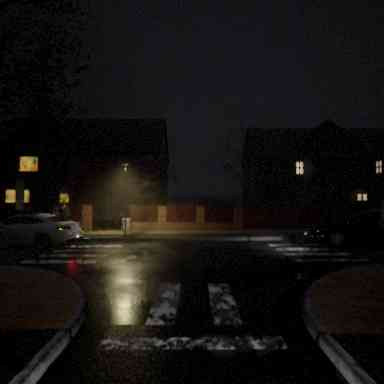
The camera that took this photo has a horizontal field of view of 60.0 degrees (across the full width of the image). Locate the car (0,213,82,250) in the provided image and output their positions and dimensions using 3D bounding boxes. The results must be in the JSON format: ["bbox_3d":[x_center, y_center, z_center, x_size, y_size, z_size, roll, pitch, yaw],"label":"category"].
[{"bbox_3d":[-7.149,1.660,14.438,4.674,1.442,1.812,-1,-2,9],"label":"car"}]

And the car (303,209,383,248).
[{"bbox_3d":[7.241,1.504,14.121,4.892,1.490,1.837,0,-1,1],"label":"car"}]

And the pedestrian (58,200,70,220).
[{"bbox_3d":[-6.680,1.338,17.247,0.375,1.860,0.375,0,-1,1],"label":"pedestrian"}]
